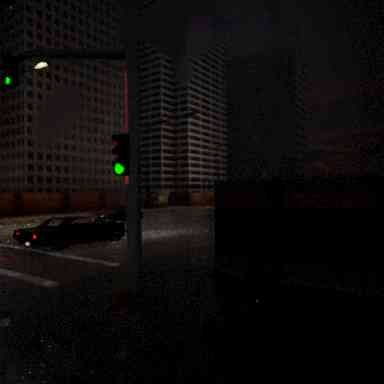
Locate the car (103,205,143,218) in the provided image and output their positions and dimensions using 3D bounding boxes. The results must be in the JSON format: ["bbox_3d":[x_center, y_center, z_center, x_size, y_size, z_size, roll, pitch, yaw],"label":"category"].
[{"bbox_3d":[-5.856,1.728,26.013,1.812,1.442,4.674,-1,0,36],"label":"car"}]

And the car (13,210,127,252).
[{"bbox_3d":[-5.152,1.731,14.848,1.895,1.301,4.718,-1,0,35],"label":"car"}]
